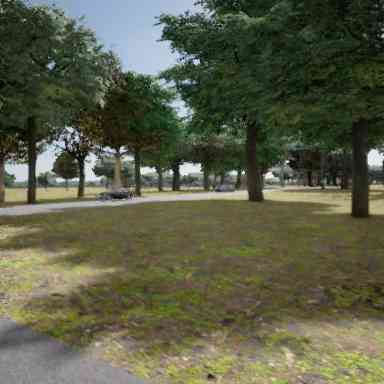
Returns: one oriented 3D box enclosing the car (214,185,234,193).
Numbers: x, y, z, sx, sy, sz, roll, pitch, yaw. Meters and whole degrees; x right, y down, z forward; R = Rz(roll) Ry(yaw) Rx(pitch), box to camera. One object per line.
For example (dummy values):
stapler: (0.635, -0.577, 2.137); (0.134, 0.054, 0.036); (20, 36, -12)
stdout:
car: (5.624, -0.519, 57.849); (1.994, 1.385, 4.181); (0, 2, 38)

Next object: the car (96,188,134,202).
car: (-8.984, 0.297, 39.005); (2.128, 1.511, 4.902); (0, 2, 38)
